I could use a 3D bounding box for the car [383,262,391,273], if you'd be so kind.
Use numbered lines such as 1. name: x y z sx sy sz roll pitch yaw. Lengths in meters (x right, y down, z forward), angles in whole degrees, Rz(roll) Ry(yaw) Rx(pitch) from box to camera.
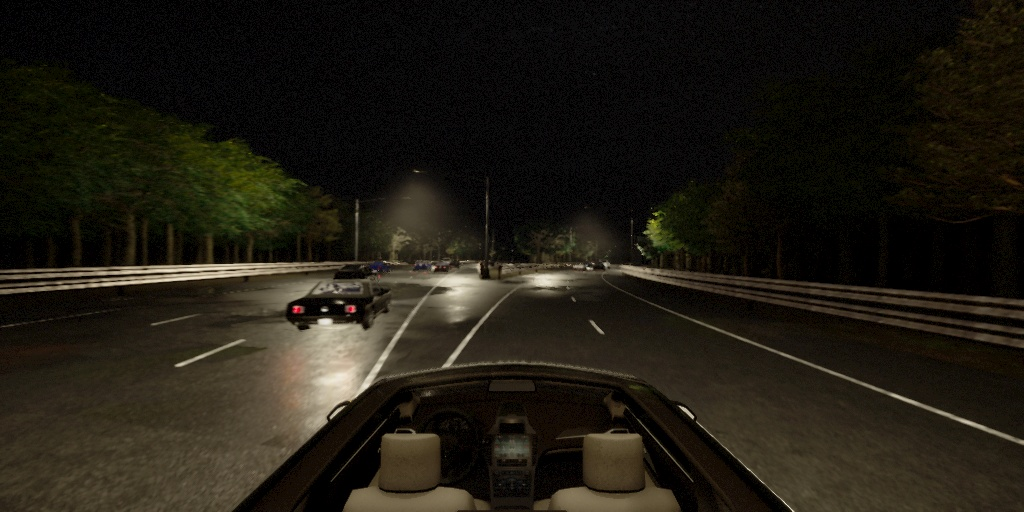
1. car: -16.264 1.460 43.994 1.812 1.442 4.674 1 0 -5

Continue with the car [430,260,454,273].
1. car: -9.901 1.630 51.179 2.033 1.411 5.357 1 0 -4

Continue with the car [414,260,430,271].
1. car: -13.555 1.417 54.848 2.097 1.767 4.553 1 -1 -4

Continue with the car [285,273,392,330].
1. car: -4.999 1.373 11.121 1.895 1.301 4.718 1 -1 -10

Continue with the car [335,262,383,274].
1. car: -10.421 1.334 24.181 1.837 1.490 4.892 1 -1 -8
